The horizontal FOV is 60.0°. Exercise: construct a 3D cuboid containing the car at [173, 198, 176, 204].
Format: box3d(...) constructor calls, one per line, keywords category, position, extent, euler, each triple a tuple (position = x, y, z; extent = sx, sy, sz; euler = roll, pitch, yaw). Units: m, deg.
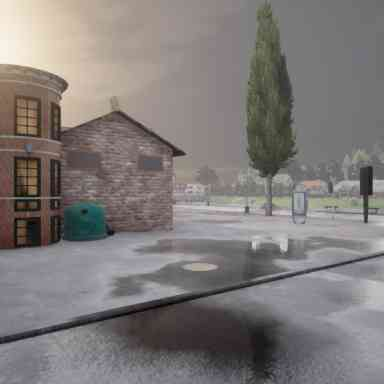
box3d(category="car", position=(-4.632, 1.526, 60.368), extent=(1.812, 1.442, 4.674), euler=(0, 0, -35))
